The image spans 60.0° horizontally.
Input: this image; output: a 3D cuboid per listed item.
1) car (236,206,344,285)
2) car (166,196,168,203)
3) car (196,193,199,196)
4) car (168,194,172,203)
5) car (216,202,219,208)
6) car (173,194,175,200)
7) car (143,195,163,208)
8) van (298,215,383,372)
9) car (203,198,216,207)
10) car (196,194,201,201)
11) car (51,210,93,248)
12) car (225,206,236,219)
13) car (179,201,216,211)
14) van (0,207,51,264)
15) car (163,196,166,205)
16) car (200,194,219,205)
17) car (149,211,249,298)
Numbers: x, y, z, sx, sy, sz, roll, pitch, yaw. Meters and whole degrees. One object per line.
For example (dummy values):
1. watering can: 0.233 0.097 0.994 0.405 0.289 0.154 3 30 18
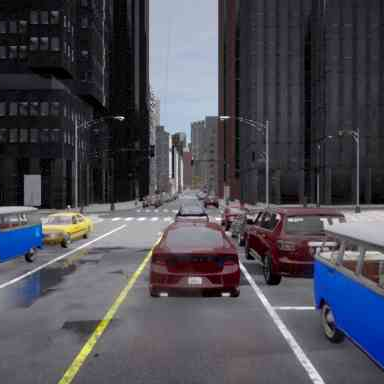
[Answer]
1. car: 2.756 1.315 9.400 2.192 1.841 5.009 0 0 0
2. car: -5.800 1.598 58.782 1.947 1.339 4.313 0 0 0
3. car: 2.705 1.671 92.642 1.947 1.339 4.313 0 0 0
4. car: -5.807 1.617 70.069 1.947 1.339 4.313 0 0 0
5. car: 2.748 1.547 20.450 1.887 1.381 4.507 0 0 0
6. car: -5.814 1.621 81.355 1.887 1.381 4.507 0 0 0
7. car: -5.794 1.334 47.496 2.192 1.841 5.009 0 0 0
8. van: 2.761 1.341 3.874 1.690 1.788 3.998 0 0 0
9. car: 2.728 1.591 53.135 1.947 1.339 4.313 0 0 0
10. car: 2.708 1.636 86.997 1.887 1.381 4.507 0 0 0
11. car: -5.775 1.526 14.761 1.752 1.417 4.829 0 0 0
12. car: 2.752 1.551 14.925 2.008 1.369 4.403 0 0 0
13. car: -0.009 1.493 18.998 2.128 1.511 4.902 0 0 0
14. van: -5.774 1.341 9.407 1.690 1.788 3.998 0 0 0
15. car: -5.798 1.340 53.139 2.192 1.841 5.009 0 0 0
16. car: 2.730 1.334 47.491 2.192 1.841 5.009 0 0 0
17. car: 0.062 1.477 8.589 1.882 1.535 5.008 0 0 0
